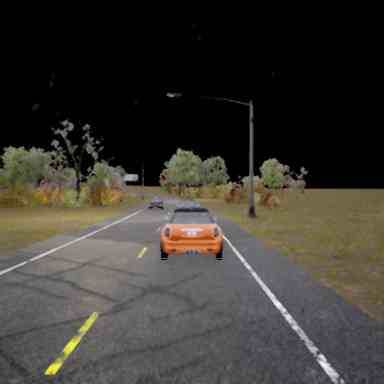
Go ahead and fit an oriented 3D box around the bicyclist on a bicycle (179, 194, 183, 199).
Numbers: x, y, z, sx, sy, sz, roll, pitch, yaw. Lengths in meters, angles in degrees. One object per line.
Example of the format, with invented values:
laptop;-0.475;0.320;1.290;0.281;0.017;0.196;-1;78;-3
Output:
bicyclist on a bicycle;-2.419;1.419;80.792;0.866;1.612;1.509;0;0;-5

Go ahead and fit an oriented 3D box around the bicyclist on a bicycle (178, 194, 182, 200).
bicyclist on a bicycle;-3.203;1.410;89.784;0.866;1.612;1.509;0;0;-5

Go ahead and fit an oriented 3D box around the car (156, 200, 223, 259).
car;-0.026;1.354;12.773;2.097;1.767;4.553;0;0;-1

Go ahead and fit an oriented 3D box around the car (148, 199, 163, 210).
car;-4.584;1.553;42.992;2.033;1.411;5.357;0;0;-2
